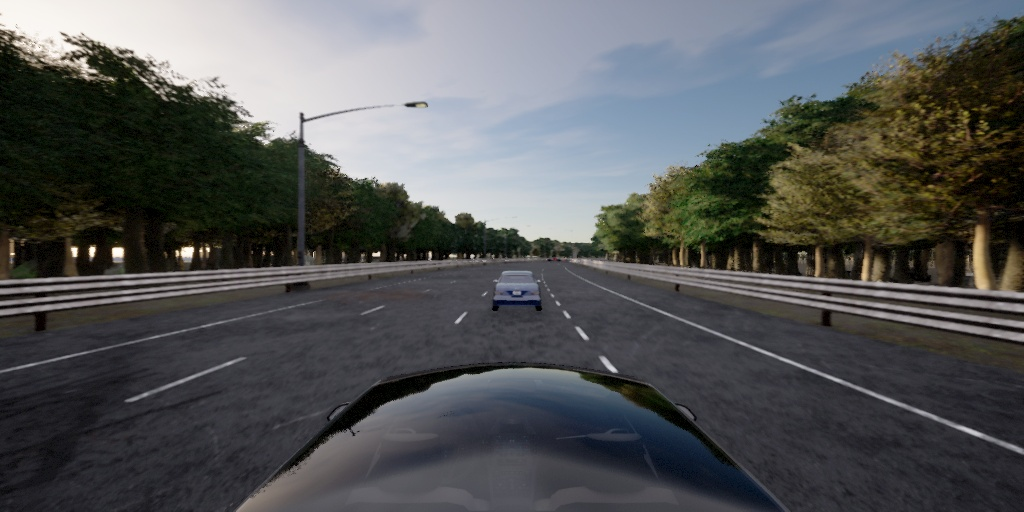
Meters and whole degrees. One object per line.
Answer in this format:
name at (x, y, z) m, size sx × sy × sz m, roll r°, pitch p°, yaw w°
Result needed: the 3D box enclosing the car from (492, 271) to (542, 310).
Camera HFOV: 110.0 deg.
car at (0.200, 1.301, 14.662) m, size 2.033 × 1.411 × 5.357 m, roll 0°, pitch 0°, yaw 1°
